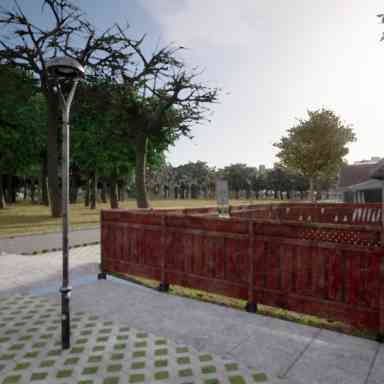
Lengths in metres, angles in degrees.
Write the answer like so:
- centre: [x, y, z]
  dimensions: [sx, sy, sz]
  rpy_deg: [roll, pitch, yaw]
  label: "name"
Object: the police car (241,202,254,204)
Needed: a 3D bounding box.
- centre: [6.588, 2.034, 40.628]
  dimensions: [2.038, 1.542, 4.974]
  rpy_deg: [-2, -2, 34]
  label: "police car"
